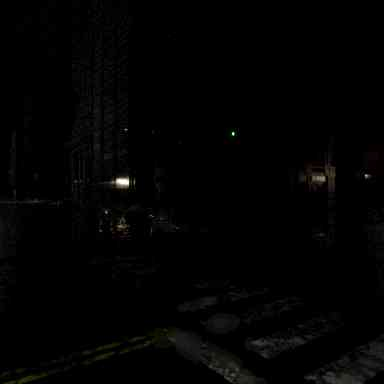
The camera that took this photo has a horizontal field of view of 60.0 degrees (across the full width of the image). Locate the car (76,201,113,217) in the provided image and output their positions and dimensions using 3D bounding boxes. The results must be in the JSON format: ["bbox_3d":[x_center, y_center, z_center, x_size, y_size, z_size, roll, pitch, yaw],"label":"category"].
[{"bbox_3d":[-9.327,1.620,32.701,2.128,1.511,4.902,1,-1,-35],"label":"car"}]

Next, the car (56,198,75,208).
[{"bbox_3d":[-20.676,1.790,54.255,1.812,1.442,4.674,1,-1,-35],"label":"car"}]

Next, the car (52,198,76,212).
[{"bbox_3d":[-15.470,1.724,41.395,2.033,1.411,5.357,1,-1,-34],"label":"car"}]

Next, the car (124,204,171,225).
[{"bbox_3d":[-3.386,1.608,24.331,1.812,1.442,4.674,1,-1,-37],"label":"car"}]

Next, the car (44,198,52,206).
[{"bbox_3d":[-26.468,1.803,62.431,2.128,1.511,4.902,1,-1,-36],"label":"car"}]
